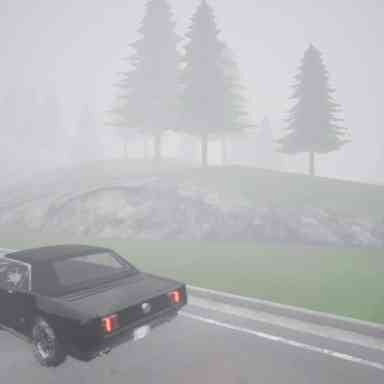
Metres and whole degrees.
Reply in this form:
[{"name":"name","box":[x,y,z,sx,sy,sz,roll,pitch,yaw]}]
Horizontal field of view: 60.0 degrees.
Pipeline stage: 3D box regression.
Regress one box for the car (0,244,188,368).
[{"name":"car","box":[-2.477,1.601,5.760,4.718,1.301,1.895,0,0,35]}]
